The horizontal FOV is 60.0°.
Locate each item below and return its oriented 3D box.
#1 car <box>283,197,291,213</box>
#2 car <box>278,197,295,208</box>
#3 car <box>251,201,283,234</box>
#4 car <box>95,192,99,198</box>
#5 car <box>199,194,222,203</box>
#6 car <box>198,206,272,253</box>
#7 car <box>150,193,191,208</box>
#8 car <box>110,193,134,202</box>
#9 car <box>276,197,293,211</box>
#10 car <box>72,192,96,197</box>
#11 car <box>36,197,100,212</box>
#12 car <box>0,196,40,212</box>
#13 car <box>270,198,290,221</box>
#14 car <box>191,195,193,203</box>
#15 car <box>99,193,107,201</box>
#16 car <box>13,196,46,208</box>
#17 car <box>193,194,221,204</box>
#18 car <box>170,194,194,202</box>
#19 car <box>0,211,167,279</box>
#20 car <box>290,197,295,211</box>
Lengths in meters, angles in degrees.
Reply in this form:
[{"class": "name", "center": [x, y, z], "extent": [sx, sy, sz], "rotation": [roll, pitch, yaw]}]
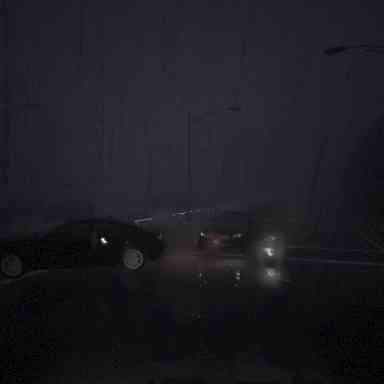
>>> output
[{"class": "car", "center": [7.803, 1.486, 30.475], "extent": [1.837, 1.490, 4.892], "rotation": [0, 0, 19]}, {"class": "car", "center": [13.624, 1.468, 47.636], "extent": [2.128, 1.511, 4.902], "rotation": [0, 0, 19]}, {"class": "car", "center": [3.997, 1.490, 19.271], "extent": [1.837, 1.490, 4.892], "rotation": [0, 0, 19]}, {"class": "car", "center": [-21.737, 1.297, 67.996], "extent": [3.806, 1.475, 1.970], "rotation": [0, 0, 19]}, {"class": "car", "center": [3.515, 1.202, 62.934], "extent": [3.806, 1.475, 1.970], "rotation": [0, 0, 19]}, {"class": "car", "center": [1.841, 1.514, 13.866], "extent": [1.812, 1.442, 4.674], "rotation": [0, 0, 25]}, {"class": "car", "center": [-2.892, 1.074, 41.752], "extent": [4.605, 1.855, 1.932], "rotation": [0, 0, 19]}, {"class": "car", "center": [-13.694, 1.045, 65.309], "extent": [4.605, 1.855, 1.932], "rotation": [0, 0, 19]}, {"class": "car", "center": [11.734, 1.483, 42.063], "extent": [1.837, 1.490, 4.892], "rotation": [0, 0, 19]}, {"class": "car", "center": [-18.369, 1.248, 53.741], "extent": [4.514, 1.523, 2.007], "rotation": [0, 0, 19]}, {"class": "car", "center": [-8.991, 1.355, 24.197], "extent": [3.633, 1.501, 1.845], "rotation": [0, 0, 19]}, {"class": "car", "center": [-15.061, 1.355, 29.403], "extent": [3.806, 1.475, 1.970], "rotation": [0, 0, 19]}, {"class": "car", "center": [5.916, 1.475, 24.914], "extent": [2.128, 1.511, 4.902], "rotation": [0, 0, 19]}, {"class": "car", "center": [-2.349, 1.052, 44.636], "extent": [3.866, 1.878, 1.905], "rotation": [0, 0, 19]}, {"class": "car", "center": [-20.090, 1.013, 70.948], "extent": [3.866, 1.878, 1.905], "rotation": [0, 0, 19]}, {"class": "car", "center": [-21.619, 1.273, 44.291], "extent": [3.633, 1.501, 1.845], "rotation": [0, 0, 19]}, {"class": "car", "center": [1.760, 1.125, 56.753], "extent": [5.027, 1.636, 2.152], "rotation": [0, 0, 19]}, {"class": "car", "center": [-1.984, 1.257, 68.667], "extent": [4.514, 1.523, 2.007], "rotation": [0, 0, 19]}, {"class": "car", "center": [-3.264, 1.475, 9.850], "extent": [5.008, 1.535, 1.882], "rotation": [0, 0, -15]}, {"class": "car", "center": [9.852, 1.544, 36.510], "extent": [1.994, 1.385, 4.181], "rotation": [0, 0, 19]}]
